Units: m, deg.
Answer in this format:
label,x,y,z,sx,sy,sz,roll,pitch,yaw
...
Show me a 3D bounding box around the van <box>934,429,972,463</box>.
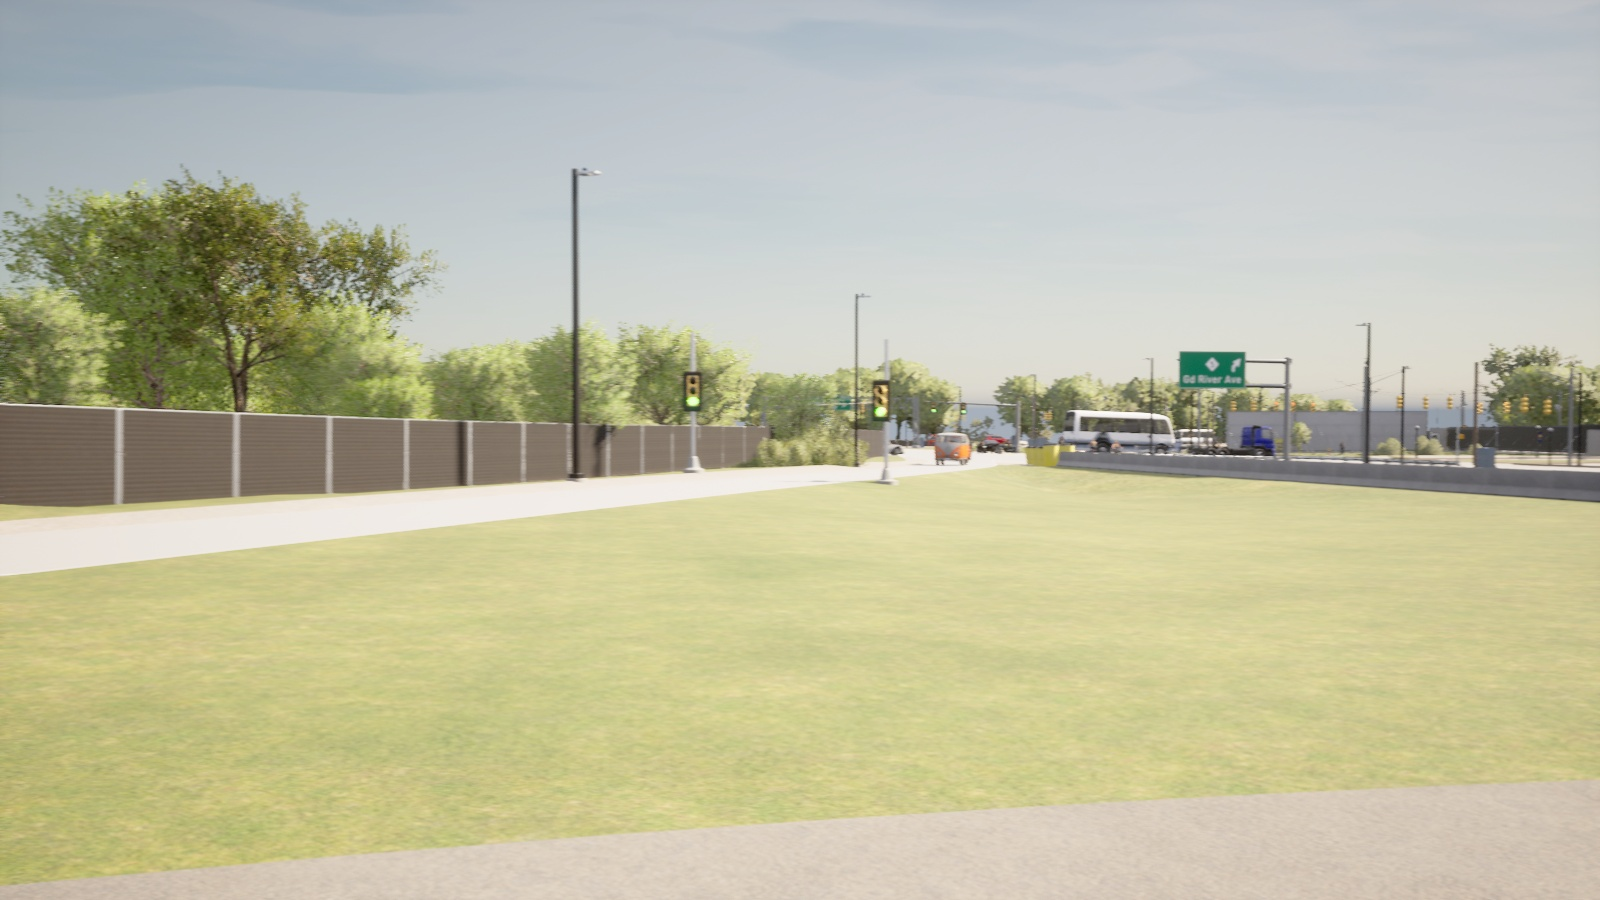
label,x,y,z,sx,sy,sz,roll,pitch,yaw
van,9.360,-0.239,76.531,1.775,1.987,4.442,-1,0,13
